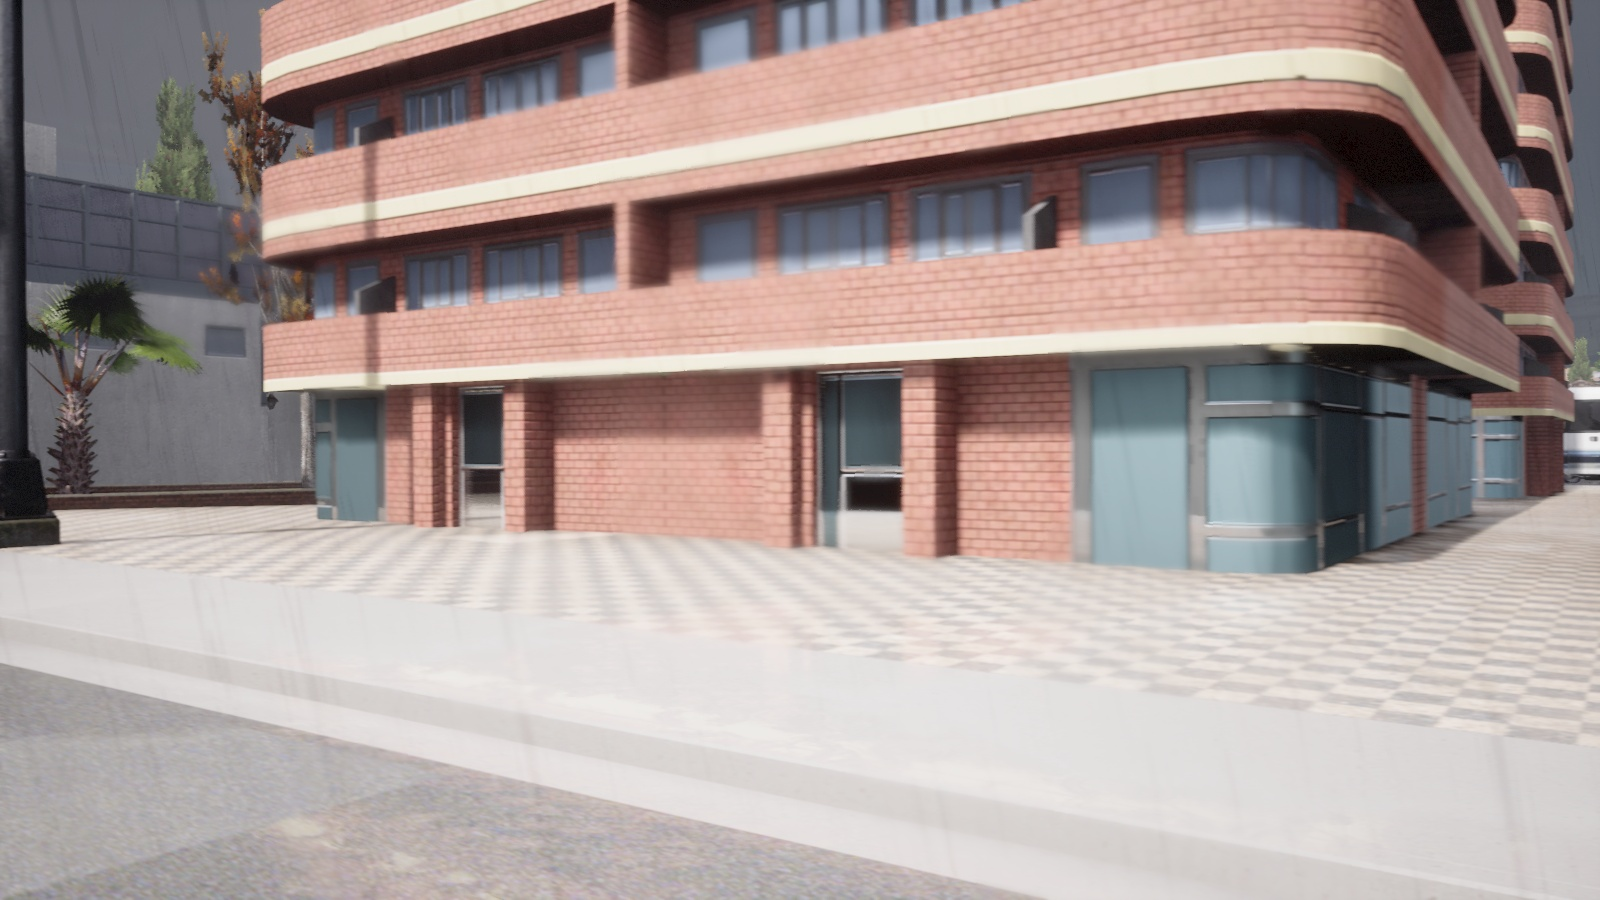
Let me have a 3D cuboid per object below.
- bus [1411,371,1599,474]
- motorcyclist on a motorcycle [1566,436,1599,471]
[{"bbox_3d":[32.721,-1.168,54.912,10.273,4.253,3.944,-1,0,33],"label":"bus"},{"bbox_3d":[36.039,0.156,56.943,2.191,1.530,0.866,-1,0,33],"label":"motorcyclist on a motorcycle"}]
